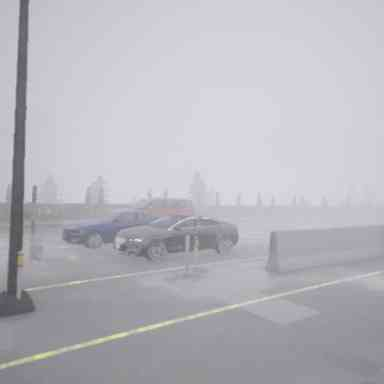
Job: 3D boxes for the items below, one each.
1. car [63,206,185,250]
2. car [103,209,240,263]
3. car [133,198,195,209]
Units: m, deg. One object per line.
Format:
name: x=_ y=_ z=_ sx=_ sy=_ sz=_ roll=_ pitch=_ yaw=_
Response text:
car: x=-3.051 y=1.537 z=14.714 sx=5.008 sy=1.535 sz=1.882 roll=2 pitch=-1 yaw=-35
car: x=-0.421 y=1.568 z=12.291 sx=4.902 sy=1.511 sz=2.128 roll=2 pitch=-1 yaw=-35
car: x=-2.237 y=1.375 z=19.593 sx=5.566 sy=2.045 sz=2.150 roll=2 pitch=-1 yaw=-36
